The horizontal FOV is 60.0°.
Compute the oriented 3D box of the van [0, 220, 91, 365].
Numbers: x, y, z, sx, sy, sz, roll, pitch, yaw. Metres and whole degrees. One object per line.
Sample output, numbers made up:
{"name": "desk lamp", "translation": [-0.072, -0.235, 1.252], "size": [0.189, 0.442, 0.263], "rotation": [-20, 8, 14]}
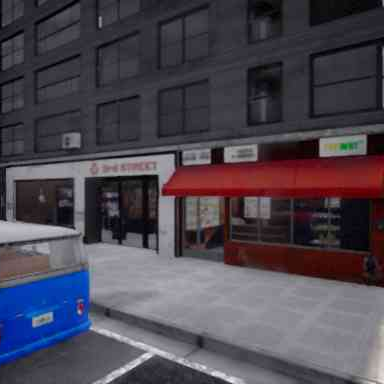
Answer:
{"name": "van", "translation": [-3.354, 1.345, 5.203], "size": [3.998, 1.788, 1.690], "rotation": [0, 0, 36]}
